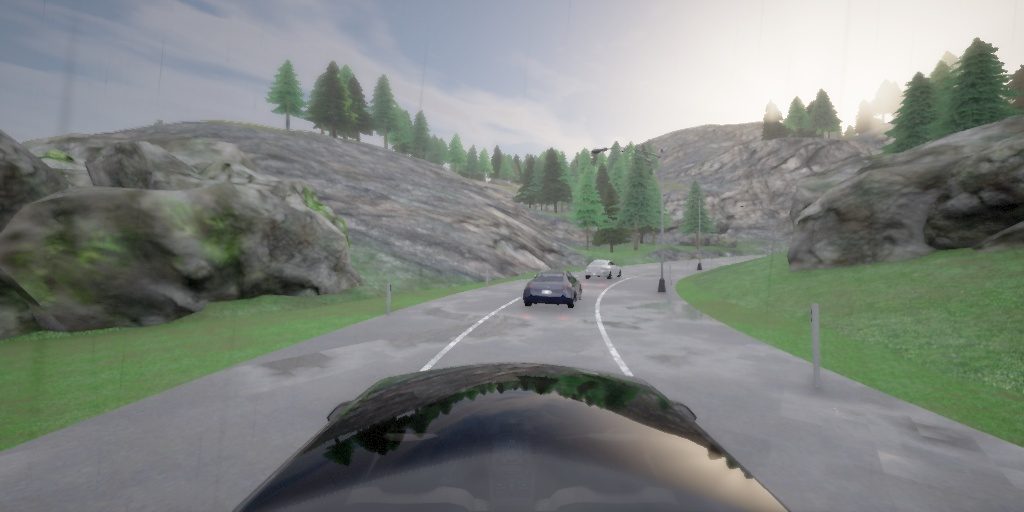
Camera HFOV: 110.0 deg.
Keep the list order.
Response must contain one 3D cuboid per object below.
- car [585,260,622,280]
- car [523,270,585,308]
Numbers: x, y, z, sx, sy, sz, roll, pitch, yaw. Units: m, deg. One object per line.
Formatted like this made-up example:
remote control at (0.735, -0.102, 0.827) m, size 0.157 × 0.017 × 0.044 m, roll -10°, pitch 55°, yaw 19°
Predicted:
car at (7.001, 1.005, 27.482) m, size 1.812 × 1.442 × 4.674 m, roll 0°, pitch 1°, yaw 30°
car at (1.781, 1.257, 14.955) m, size 1.994 × 1.385 × 4.181 m, roll 0°, pitch 1°, yaw 15°
